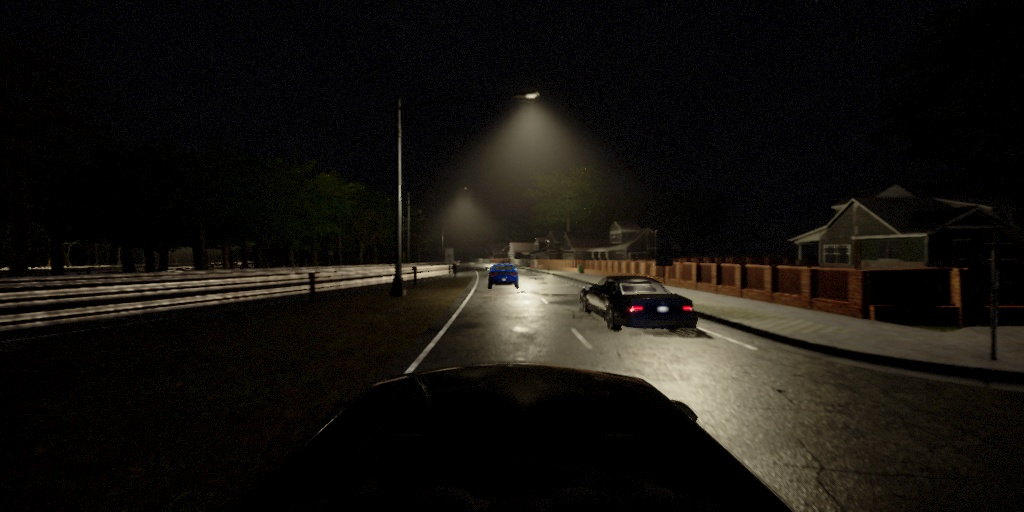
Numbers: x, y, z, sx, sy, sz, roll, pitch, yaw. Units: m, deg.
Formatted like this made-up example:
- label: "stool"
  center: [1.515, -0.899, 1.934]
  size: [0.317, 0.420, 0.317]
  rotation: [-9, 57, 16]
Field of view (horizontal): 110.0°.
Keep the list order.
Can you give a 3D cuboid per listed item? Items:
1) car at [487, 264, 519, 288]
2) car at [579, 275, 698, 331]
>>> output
- label: "car"
  center: [-0.629, 1.253, 23.949]
  size: [1.882, 1.535, 5.008]
  rotation: [0, 0, -3]
- label: "car"
  center: [3.462, 1.294, 10.903]
  size: [2.033, 1.411, 5.357]
  rotation: [0, 0, -2]
